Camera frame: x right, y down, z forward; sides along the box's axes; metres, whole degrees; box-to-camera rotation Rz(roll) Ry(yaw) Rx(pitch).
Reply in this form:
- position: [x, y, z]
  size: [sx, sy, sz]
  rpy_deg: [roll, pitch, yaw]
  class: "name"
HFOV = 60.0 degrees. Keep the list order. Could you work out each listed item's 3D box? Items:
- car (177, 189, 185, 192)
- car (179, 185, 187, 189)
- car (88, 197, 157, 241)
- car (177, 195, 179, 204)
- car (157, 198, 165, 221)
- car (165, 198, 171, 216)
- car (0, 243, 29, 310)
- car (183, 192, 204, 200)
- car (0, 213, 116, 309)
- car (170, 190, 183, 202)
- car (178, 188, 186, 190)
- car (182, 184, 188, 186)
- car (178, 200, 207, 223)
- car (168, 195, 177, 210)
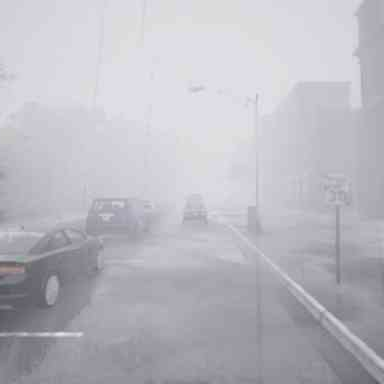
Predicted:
- position: [-3.287, 0.890, 71.883]
  size: [1.946, 1.575, 5.366]
  rpy_deg: [1, 2, 2]
  class: "car"
- position: [-3.230, -0.117, 88.729]
  size: [2.185, 1.767, 4.553]
  rpy_deg: [0, 3, 2]
  class: "car"
- position: [-3.572, 1.255, 16.966]
  size: [2.435, 2.045, 5.566]
  rpy_deg: [0, 0, 2]
  class: "car"
- position: [-3.425, 1.535, 47.608]
  size: [2.002, 1.452, 4.674]
  rpy_deg: [0, 0, 2]
  class: "car"
- position: [-3.537, 1.393, 24.619]
  size: [2.185, 1.767, 4.553]
  rpy_deg: [0, 0, 2]
  class: "car"
- position: [-3.520, 1.576, 30.224]
  size: [2.163, 1.488, 4.792]
  rpy_deg: [-1, 0, 3]
  class: "car"
- position: [-3.642, 1.522, 2.471]
  size: [2.231, 1.521, 4.892]
  rpy_deg: [0, -1, 2]
  class: "car"
- position: [0.304, 1.253, 42.795]
  size: [2.150, 2.045, 5.566]
  rpy_deg: [0, 0, 0]
  class: "car"
- position: [-3.616, 1.514, 8.013]
  size: [2.097, 1.535, 5.008]
  rpy_deg: [0, 0, 2]
  class: "car"
- position: [-3.338, 1.152, 60.864]
  size: [2.185, 1.767, 4.553]
  rpy_deg: [2, 2, 2]
  class: "car"
- position: [-3.263, 0.643, 77.617]
  size: [2.231, 1.521, 4.892]
  rpy_deg: [1, 3, 2]
  class: "car"
- position: [-3.203, -0.454, 94.290]
  size: [2.185, 1.767, 4.553]
  rpy_deg: [0, 3, 2]
  class: "car"
- position: [0.221, 1.580, 25.526]
  size: [2.033, 1.411, 5.357]
  rpy_deg: [0, 0, 0]
  class: "car"
- position: [-3.448, 1.508, 41.471]
  size: [1.946, 1.575, 5.366]
  rpy_deg: [0, 1, 2]
  class: "car"
